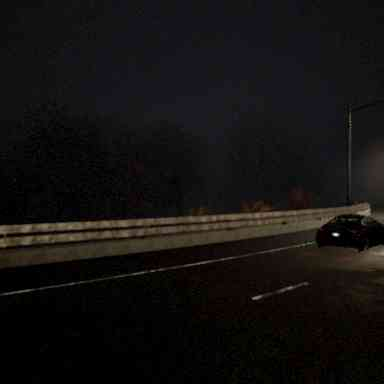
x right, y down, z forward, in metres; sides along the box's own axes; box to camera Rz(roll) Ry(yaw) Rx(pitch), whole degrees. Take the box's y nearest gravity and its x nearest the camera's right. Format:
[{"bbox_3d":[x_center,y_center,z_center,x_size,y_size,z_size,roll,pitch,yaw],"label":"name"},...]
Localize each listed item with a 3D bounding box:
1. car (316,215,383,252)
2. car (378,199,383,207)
[{"bbox_3d":[7.223,1.702,14.755,4.181,1.385,1.994,1,0,-44],"label":"car"},{"bbox_3d":[35.438,2.008,60.326,2.033,1.411,5.357,0,0,15],"label":"car"}]
